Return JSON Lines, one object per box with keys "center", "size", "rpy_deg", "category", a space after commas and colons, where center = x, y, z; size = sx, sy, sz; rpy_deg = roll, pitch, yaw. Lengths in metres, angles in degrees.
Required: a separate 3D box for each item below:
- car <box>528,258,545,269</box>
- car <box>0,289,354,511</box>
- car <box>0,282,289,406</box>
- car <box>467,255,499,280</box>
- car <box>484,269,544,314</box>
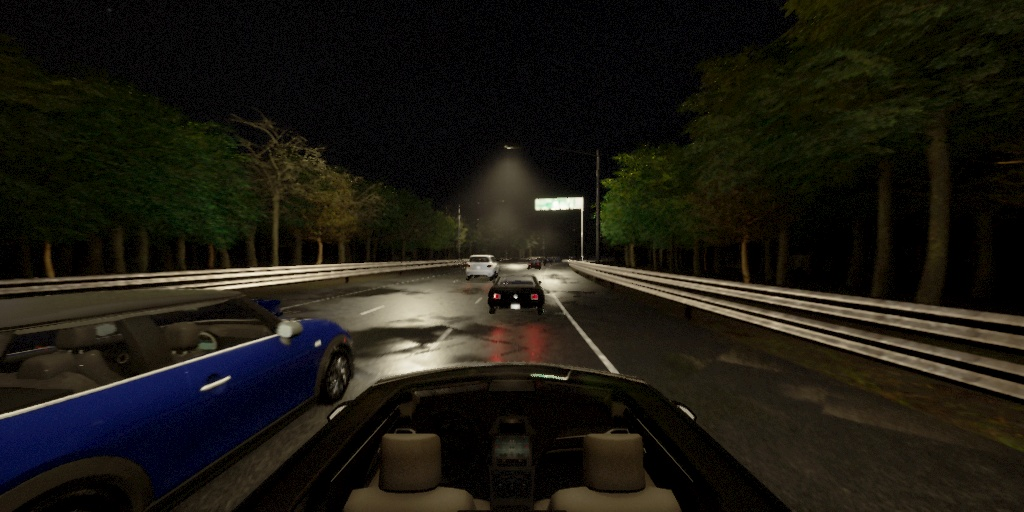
{"center": [3.464, 1.234, 53.935], "size": [2.033, 1.411, 5.357], "rpy_deg": [0, 0, 7], "category": "car"}
{"center": [-3.375, 1.092, 3.435], "size": [2.097, 1.767, 4.553], "rpy_deg": [0, 0, 0], "category": "car"}
{"center": [-6.872, 1.331, 7.124], "size": [1.895, 1.301, 4.718], "rpy_deg": [0, 0, 1], "category": "car"}
{"center": [-2.374, 0.936, 30.322], "size": [2.150, 2.045, 5.566], "rpy_deg": [0, 0, 4], "category": "car"}
{"center": [0.194, 1.342, 13.799], "size": [1.895, 1.301, 4.718], "rpy_deg": [0, 0, 2], "category": "car"}
